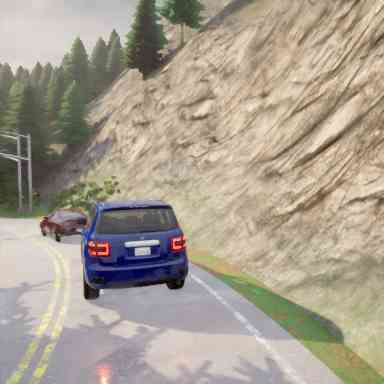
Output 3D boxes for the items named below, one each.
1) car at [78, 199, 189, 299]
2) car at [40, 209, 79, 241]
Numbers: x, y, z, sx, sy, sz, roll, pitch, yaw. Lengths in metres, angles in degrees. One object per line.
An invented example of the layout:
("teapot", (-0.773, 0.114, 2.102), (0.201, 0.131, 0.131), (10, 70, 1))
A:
("car", (-1.784, 1.221, 8.823), (2.150, 2.045, 5.566), (-1, 0, -19))
("car", (-6.514, 1.598, 17.224), (1.812, 1.442, 4.674), (-3, 1, -35))
